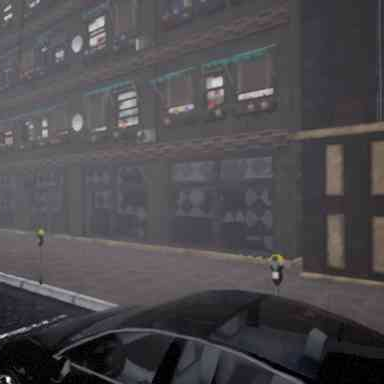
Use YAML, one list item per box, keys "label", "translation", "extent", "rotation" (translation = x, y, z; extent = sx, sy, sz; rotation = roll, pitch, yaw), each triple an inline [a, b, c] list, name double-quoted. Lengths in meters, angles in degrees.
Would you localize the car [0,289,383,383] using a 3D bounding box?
- label: "car"
  translation: [0.029, 1.574, 2.859]
  extent: [4.313, 1.339, 1.947]
  rotation: [0, -1, 35]
